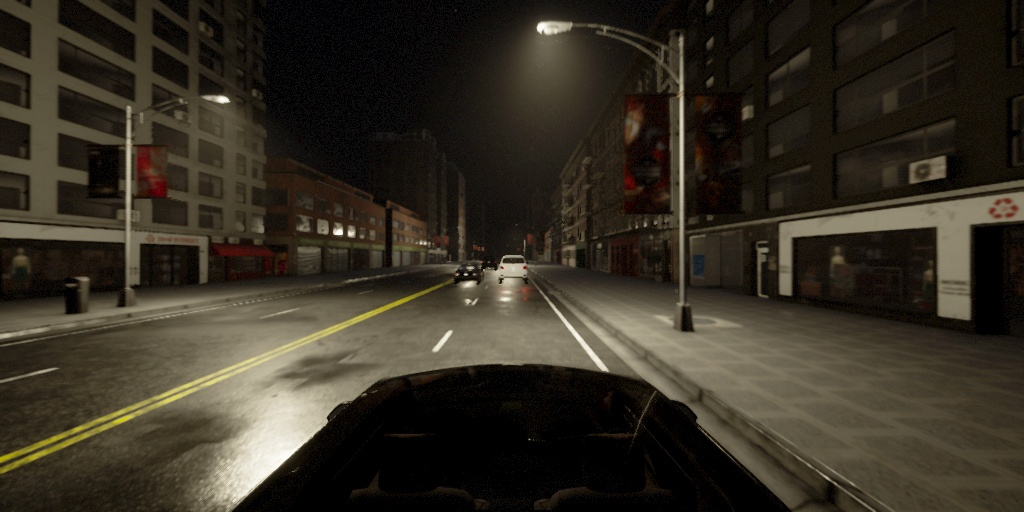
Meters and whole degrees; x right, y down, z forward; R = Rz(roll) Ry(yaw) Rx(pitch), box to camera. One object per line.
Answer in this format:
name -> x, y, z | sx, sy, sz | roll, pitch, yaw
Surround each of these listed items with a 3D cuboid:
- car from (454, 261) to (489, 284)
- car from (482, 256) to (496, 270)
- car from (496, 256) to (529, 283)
car -> -3.143, 1.307, 26.981 | 2.033, 1.411, 5.357 | 0, 0, 0
car -> -3.136, 0.981, 51.363 | 2.150, 2.045, 5.566 | 0, 0, 0
car -> 0.107, 0.983, 27.972 | 2.150, 2.045, 5.566 | 0, 0, 0
